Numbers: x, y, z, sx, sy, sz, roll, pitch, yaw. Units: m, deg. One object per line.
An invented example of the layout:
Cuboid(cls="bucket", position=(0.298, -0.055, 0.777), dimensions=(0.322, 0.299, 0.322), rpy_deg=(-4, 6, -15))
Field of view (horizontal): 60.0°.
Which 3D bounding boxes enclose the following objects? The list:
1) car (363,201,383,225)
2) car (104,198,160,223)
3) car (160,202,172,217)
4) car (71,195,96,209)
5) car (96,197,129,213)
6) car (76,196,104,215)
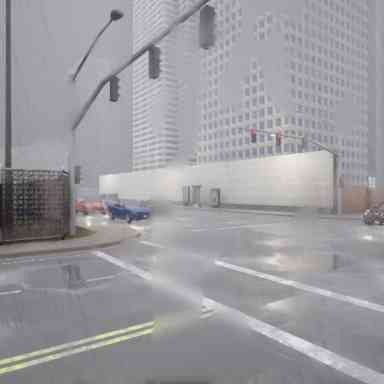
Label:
Cuboid(cls="car", position=(13.382, 1.328, 22.107), dimensions=(4.553, 1.767, 2.097), rpy_deg=(0, 0, -35))
Cuboid(cls="car", position=(-4.722, 1.422, 25.331), dimensions=(1.882, 1.535, 5.008), rpy_deg=(0, 0, -35))
Cuboid(cls="car", position=(-3.653, 1.449, 29.878), dimensions=(1.837, 1.490, 4.892), rpy_deg=(0, 0, -35))
Cuboid(cls="car", position=(-15.073, 1.298, 46.025), dimensions=(2.097, 1.767, 4.553), rpy_deg=(0, 0, -35))
Cuboid(cls="car", position=(-9.008, 1.422, 37.441), dimensions=(1.882, 1.535, 5.008), rpy_deg=(0, 0, -35))
Cuboid(cls="car", position=(-10.028, 1.296, 32.819), dimensions=(2.097, 1.767, 4.553), rpy_deg=(0, 0, -35))
